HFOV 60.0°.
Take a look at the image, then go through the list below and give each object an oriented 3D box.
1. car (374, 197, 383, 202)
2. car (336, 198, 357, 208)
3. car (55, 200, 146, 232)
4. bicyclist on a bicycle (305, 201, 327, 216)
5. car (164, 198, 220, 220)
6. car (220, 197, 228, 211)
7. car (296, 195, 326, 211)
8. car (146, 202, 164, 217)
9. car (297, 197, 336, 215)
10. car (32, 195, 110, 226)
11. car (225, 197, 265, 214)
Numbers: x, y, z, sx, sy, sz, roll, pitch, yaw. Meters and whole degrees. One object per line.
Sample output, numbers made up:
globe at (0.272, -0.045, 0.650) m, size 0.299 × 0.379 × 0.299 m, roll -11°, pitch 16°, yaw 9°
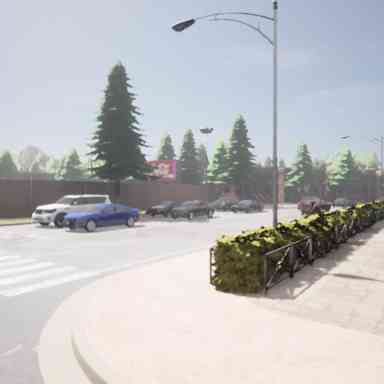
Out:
car at (28.702, 1.489, 48.616) m, size 4.902 × 1.511 × 2.128 m, roll 0°, pitch 0°, yaw -30°
car at (22.430, 1.560, 49.023) m, size 4.181 × 1.385 × 1.994 m, roll 0°, pitch 0°, yaw -34°
car at (-5.459, 1.472, 20.532) m, size 1.882 × 1.535 × 5.008 m, roll 0°, pitch 0°, yaw 36°
bicyclist on a bicycle at (6.521, 1.299, 17.493) m, size 1.656 × 1.620 × 0.582 m, roll 0°, pitch 0°, yaw 36°
car at (0.100, 1.499, 28.182) m, size 1.837 × 1.490 × 4.892 m, roll 0°, pitch 0°, yaw 36°
car at (4.031, 1.345, 39.419) m, size 2.097 × 1.767 × 4.553 m, roll 0°, pitch 0°, yaw 37°
car at (15.099, 1.348, 42.041) m, size 2.097 × 1.767 × 4.553 m, roll 0°, pitch 0°, yaw 41°
car at (-1.988, 1.541, 31.275) m, size 2.033 × 1.411 × 5.357 m, roll 0°, pitch 0°, yaw 36°
car at (12.262, 1.474, 32.706) m, size 1.882 × 1.535 × 5.008 m, roll 0°, pitch 0°, yaw 36°
car at (-8.003, 1.215, 22.988) m, size 2.150 × 2.045 × 5.566 m, roll 0°, pitch 0°, yaw 36°
car at (6.147, 1.541, 36.442) m, size 2.033 × 1.411 × 5.357 m, roll 0°, pitch 0°, yaw 36°
